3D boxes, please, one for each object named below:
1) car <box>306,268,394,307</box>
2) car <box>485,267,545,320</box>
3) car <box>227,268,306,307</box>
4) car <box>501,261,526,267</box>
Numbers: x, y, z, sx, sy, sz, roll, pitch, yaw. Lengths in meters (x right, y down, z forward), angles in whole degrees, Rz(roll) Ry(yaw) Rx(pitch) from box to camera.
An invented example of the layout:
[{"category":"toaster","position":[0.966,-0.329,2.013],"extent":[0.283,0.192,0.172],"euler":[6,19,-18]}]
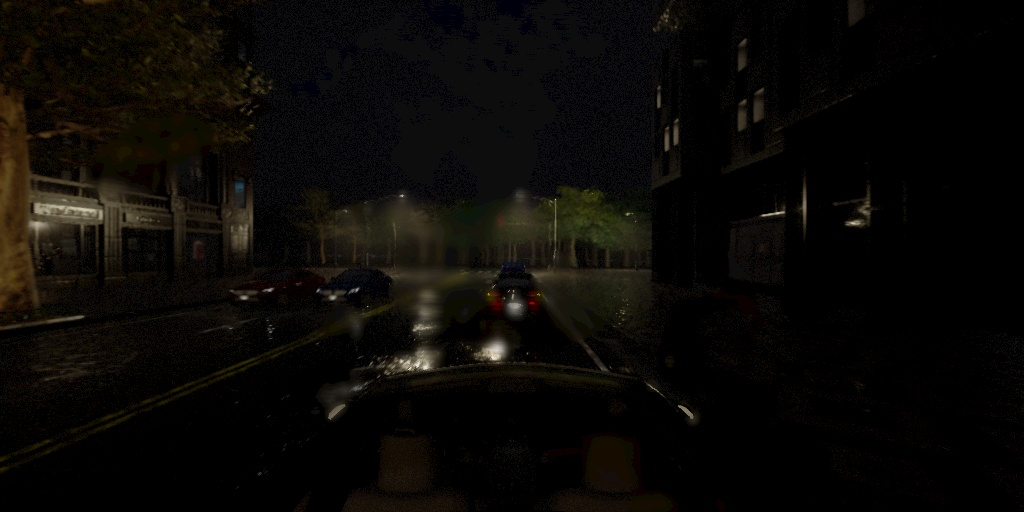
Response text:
[{"category":"car","position":[-6.529,1.262,15.440],"extent":[1.812,1.442,4.674],"euler":[0,0,1]},{"category":"car","position":[0.102,1.267,12.419],"extent":[1.812,1.442,4.674],"euler":[0,0,0]},{"category":"car","position":[-9.779,1.262,15.447],"extent":[1.812,1.442,4.674],"euler":[0,0,1]},{"category":"car","position":[0.121,1.180,29.522],"extent":[1.882,1.535,5.008],"euler":[0,0,0]}]
